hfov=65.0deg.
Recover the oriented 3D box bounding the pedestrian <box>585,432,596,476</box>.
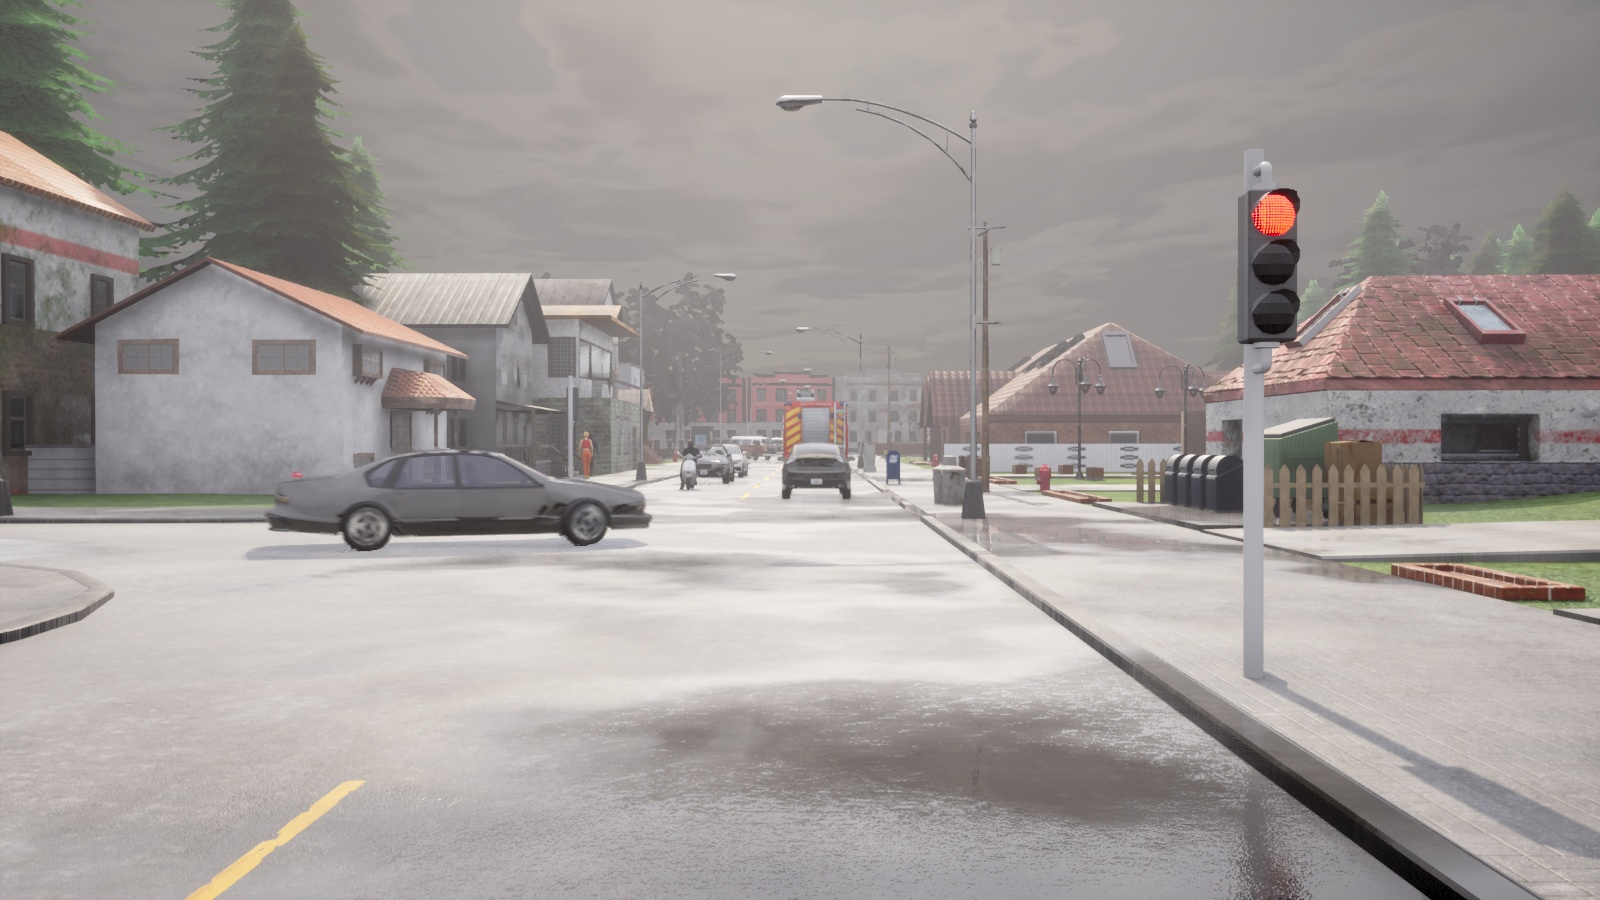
[{"bbox_3d":[-8.730,0.154,52.267,0.370,1.835,0.726,0,0,-2],"label":"pedestrian"}]

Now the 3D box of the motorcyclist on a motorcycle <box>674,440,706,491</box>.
[{"bbox_3d":[-3.507,0.470,40.226,0.866,1.590,1.817,0,0,1],"label":"motorcyclist on a motorcycle"}]

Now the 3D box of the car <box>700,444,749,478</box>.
[{"bbox_3d":[-3.314,0.455,55.688,1.812,1.442,4.674,0,0,1],"label":"car"}]

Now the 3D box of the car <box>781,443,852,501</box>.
[{"bbox_3d":[0.449,0.554,35.089,1.837,1.490,4.892,0,0,0],"label":"car"}]

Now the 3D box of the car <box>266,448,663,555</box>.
[{"bbox_3d":[-4.865,0.686,18.488,5.357,1.411,2.033,0,0,-18],"label":"car"}]

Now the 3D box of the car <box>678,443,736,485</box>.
[{"bbox_3d":[-3.419,0.492,46.936,1.816,1.474,4.193,0,0,1],"label":"car"}]

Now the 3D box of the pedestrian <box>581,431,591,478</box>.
[{"bbox_3d":[-8.322,0.173,48.886,0.345,1.836,0.594,0,0,-13],"label":"pedestrian"}]

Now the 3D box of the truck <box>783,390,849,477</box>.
[{"bbox_3d":[0.732,-0.752,59.198,2.891,3.827,8.468,0,0,1],"label":"truck"}]
